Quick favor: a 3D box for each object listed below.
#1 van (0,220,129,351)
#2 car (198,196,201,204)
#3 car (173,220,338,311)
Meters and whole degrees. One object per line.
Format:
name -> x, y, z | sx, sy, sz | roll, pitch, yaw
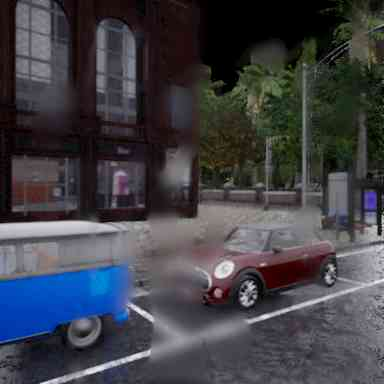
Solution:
van -> -2.875, 1.342, 4.603 | 3.998, 1.788, 1.690 | 0, 0, -36
car -> -0.610, 0.812, 49.203 | 2.097, 1.767, 4.553 | 0, 1, -35
car -> 1.542, 1.468, 7.753 | 4.097, 1.590, 1.967 | 0, 0, -36
